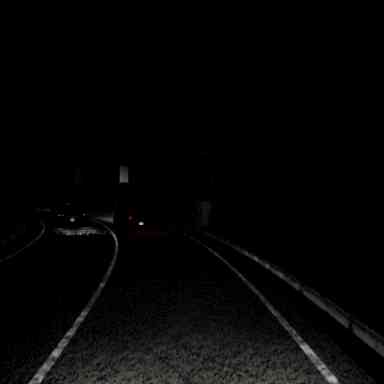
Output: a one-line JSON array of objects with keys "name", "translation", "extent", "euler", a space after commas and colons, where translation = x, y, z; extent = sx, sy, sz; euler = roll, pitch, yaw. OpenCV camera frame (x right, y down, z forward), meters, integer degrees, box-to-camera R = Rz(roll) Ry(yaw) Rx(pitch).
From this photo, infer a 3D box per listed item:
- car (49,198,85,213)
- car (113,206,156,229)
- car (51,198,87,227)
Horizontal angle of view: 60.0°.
[{"name": "car", "translation": [-13.342, 1.341, 35.397], "extent": [1.812, 1.442, 4.674], "euler": [1, -1, -44]}, {"name": "car", "translation": [-3.797, 1.518, 21.274], "extent": [1.895, 1.301, 4.718], "euler": [0, 0, -22]}, {"name": "car", "translation": [-8.166, 1.372, 21.874], "extent": [2.128, 1.511, 4.902], "euler": [1, 0, -27]}]
